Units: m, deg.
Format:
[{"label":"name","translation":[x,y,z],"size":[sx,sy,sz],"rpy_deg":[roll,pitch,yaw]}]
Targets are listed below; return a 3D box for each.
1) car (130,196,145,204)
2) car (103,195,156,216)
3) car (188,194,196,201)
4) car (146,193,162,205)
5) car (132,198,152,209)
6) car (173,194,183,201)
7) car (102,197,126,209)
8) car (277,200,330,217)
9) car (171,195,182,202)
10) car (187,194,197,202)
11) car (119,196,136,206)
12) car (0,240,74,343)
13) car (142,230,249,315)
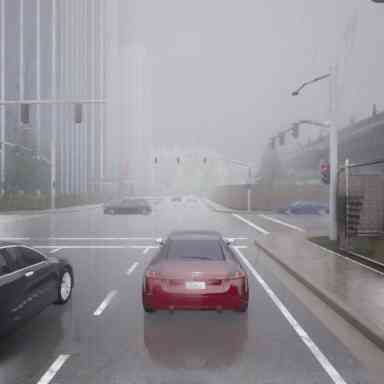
[{"label":"car","translation":[-10.556,1.547,64.911],"size":[2.033,1.411,5.357],"rpy_deg":[0,0,1]},{"label":"car","translation":[-6.068,1.383,31.762],"size":[4.553,1.767,2.097],"rpy_deg":[0,0,0]},{"label":"car","translation":[-0.031,1.361,84.694],"size":[1.837,1.490,4.892],"rpy_deg":[0,0,0]},{"label":"car","translation":[-7.096,1.221,58.168],"size":[2.150,2.045,5.566],"rpy_deg":[0,0,1]},{"label":"car","translation":[-7.106,1.547,47.978],"size":[2.033,1.411,5.357],"rpy_deg":[0,0,0]},{"label":"car","translation":[-3.531,1.386,84.693],"size":[2.128,1.511,4.902],"rpy_deg":[0,0,0]},{"label":"car","translation":[-10.609,1.492,45.352],"size":[2.128,1.511,4.902],"rpy_deg":[0,0,0]},{"label":"car","translation":[10.692,1.533,31.889],"size":[5.008,1.535,1.882],"rpy_deg":[0,0,2]},{"label":"car","translation":[-3.528,1.495,74.269],"size":[1.837,1.490,4.892],"rpy_deg":[0,0,0]},{"label":"car","translation":[-0.028,1.519,74.585],"size":[1.812,1.442,4.674],"rpy_deg":[0,0,0]},{"label":"car","translation":[-10.604,1.505,54.596],"size":[1.837,1.490,4.892],"rpy_deg":[0,0,0]},{"label":"car","translation":[-3.444,1.505,5.222],"size":[1.837,1.490,4.892],"rpy_deg":[0,0,0]},{"label":"car","translation":[0.069,1.564,7.680],"size":[1.994,1.385,4.181],"rpy_deg":[0,0,0]}]
